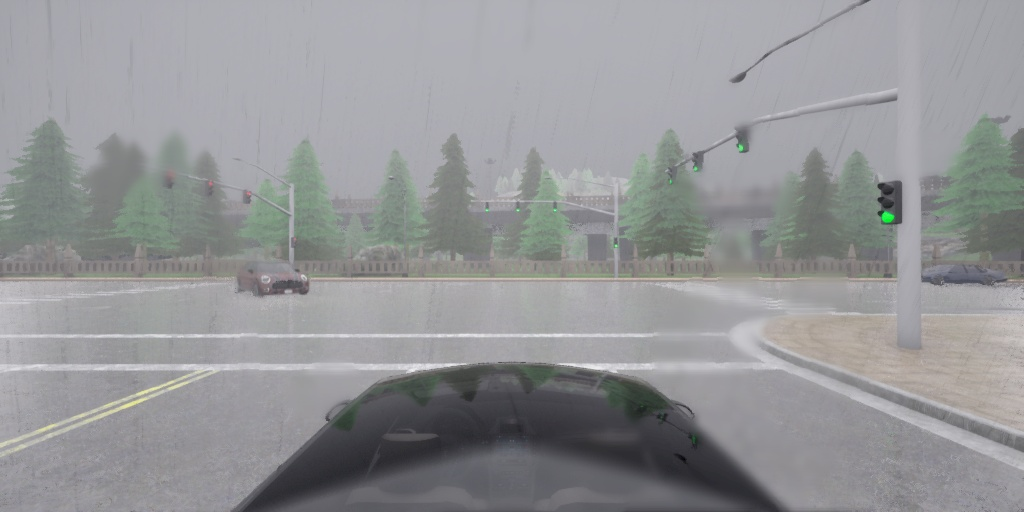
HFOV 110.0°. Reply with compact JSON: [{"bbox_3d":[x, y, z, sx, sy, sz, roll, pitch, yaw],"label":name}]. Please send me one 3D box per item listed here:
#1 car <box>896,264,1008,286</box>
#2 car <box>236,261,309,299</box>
[{"bbox_3d":[29.139,1.241,23.818,5.357,1.411,2.033,0,0,3],"label":"car"},{"bbox_3d":[-12.042,1.050,18.006,4.553,1.767,2.097,0,0,40],"label":"car"}]
